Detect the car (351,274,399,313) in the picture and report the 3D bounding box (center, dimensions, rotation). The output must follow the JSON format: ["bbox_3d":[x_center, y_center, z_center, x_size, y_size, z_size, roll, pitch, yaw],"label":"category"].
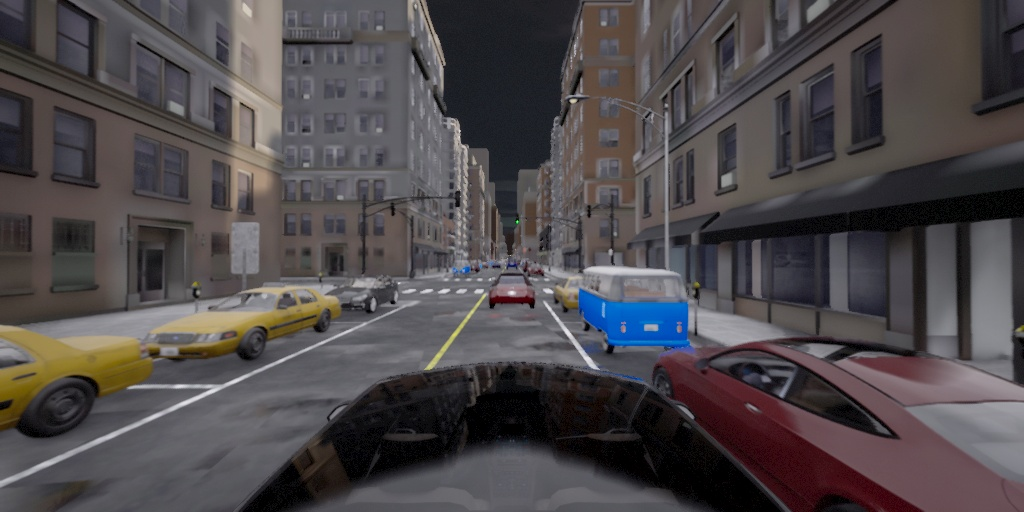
[{"bbox_3d":[-5.855,1.413,14.370,2.007,1.370,4.403,0,0,0],"label":"car"}]

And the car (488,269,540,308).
[{"bbox_3d":[0.005,1.443,16.159,1.994,1.385,4.181,0,0,0],"label":"car"}]

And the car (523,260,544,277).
[{"bbox_3d":[2.675,1.541,41.581,1.967,1.591,4.097,0,0,0],"label":"car"}]

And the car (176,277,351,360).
[{"bbox_3d":[-5.856,1.339,8.533,1.751,1.417,4.829,0,0,0],"label":"car"}]

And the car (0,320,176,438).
[{"bbox_3d":[-5.857,1.287,2.864,1.751,1.417,4.829,0,0,0],"label":"car"}]

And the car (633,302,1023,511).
[{"bbox_3d":[2.668,1.344,3.047,1.802,1.307,4.207,0,0,0],"label":"car"}]

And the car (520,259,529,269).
[{"bbox_3d":[2.676,1.510,52.751,2.192,1.841,5.009,0,0,0],"label":"car"}]

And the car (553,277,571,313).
[{"bbox_3d":[2.670,1.388,14.557,1.751,1.417,4.829,0,0,0],"label":"car"}]

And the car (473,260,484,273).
[{"bbox_3d":[-5.849,1.510,52.737,2.192,1.841,5.009,0,0,0],"label":"car"}]

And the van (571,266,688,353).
[{"bbox_3d":[2.669,1.154,8.718,1.690,1.789,3.998,0,0,0],"label":"van"}]

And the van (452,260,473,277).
[{"bbox_3d":[-5.851,1.442,41.565,1.690,1.789,3.998,0,0,0],"label":"van"}]
